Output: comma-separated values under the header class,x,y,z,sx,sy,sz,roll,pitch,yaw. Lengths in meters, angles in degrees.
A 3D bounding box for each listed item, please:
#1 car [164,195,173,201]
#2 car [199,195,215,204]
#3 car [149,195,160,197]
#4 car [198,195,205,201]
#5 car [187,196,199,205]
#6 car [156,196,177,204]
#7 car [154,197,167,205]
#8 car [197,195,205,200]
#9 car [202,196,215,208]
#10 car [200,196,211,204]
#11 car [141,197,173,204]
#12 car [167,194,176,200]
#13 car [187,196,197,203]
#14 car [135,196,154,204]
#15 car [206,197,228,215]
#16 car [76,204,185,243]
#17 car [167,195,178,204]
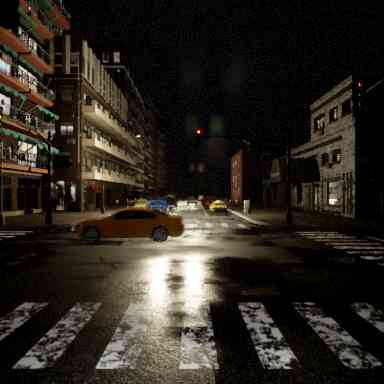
class,x,y,z,sx,sy,sz,roll,pitch,yaw
car,-5.774,1.534,83.645,1.967,1.590,4.097,0,0,0
car,2.642,1.351,50.420,2.192,1.841,5.009,0,0,0
car,-5.739,1.351,50.410,2.192,1.841,5.009,0,0,0
car,2.600,1.632,89.364,1.752,1.417,4.829,0,0,0
car,0.036,1.652,60.408,1.895,1.301,4.718,0,0,0
car,-3.123,1.550,39.940,1.812,1.442,4.674,0,0,0
car,-5.751,1.603,61.488,2.008,1.369,4.403,0,0,0
car,2.594,1.670,94.733,2.008,1.369,4.403,0,0,0
car,2.647,1.612,44.880,1.802,1.307,4.206,0,0,0
car,2.624,1.613,67.037,2.008,1.369,4.403,0,0,0
car,-3.131,1.494,30.662,1.882,1.535,5.008,0,0,0
car,-5.785,1.434,94.725,2.192,1.841,5.009,0,0,0
car,-0.026,1.613,70.617,2.033,1.411,5.357,0,0,0
car,-5.728,1.549,39.161,1.752,1.417,4.829,0,0,0
car,2.658,1.544,33.972,1.752,1.417,4.829,0,0,0
car,-2.843,1.484,15.646,5.008,1.535,1.882,0,0,0
car,-3.126,1.541,50.008,1.837,1.490,4.892,0,0,0
